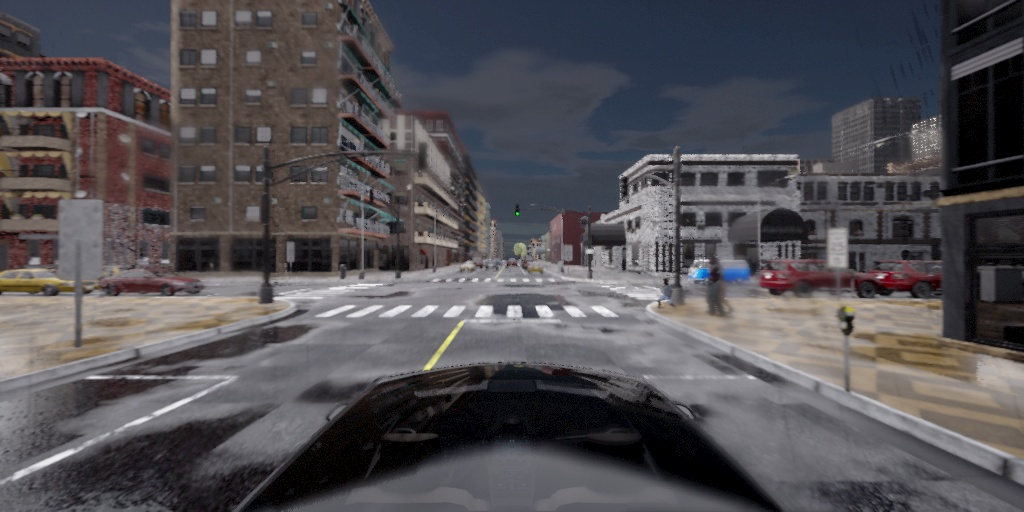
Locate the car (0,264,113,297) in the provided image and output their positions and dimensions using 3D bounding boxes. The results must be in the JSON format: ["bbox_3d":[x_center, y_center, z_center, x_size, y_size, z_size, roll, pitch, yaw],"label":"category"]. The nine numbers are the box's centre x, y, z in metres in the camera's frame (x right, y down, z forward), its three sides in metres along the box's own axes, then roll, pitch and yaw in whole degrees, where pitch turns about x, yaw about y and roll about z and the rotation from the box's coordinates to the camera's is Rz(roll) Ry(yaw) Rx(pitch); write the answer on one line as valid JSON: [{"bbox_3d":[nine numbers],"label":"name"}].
[{"bbox_3d":[-22.965,1.212,17.457,4.829,1.417,1.751,0,0,0],"label":"car"}]

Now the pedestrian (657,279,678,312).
[{"bbox_3d":[5.188,0.894,11.966,0.375,1.860,0.375,0,0,0],"label":"pedestrian"}]

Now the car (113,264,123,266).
[{"bbox_3d":[-28.992,1.244,25.820,4.829,1.417,1.751,0,0,0],"label":"car"}]

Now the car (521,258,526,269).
[{"bbox_3d":[2.671,1.380,52.537,1.802,1.307,4.207,0,0,0],"label":"car"}]

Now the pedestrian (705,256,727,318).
[{"bbox_3d":[6.069,0.897,10.767,0.375,1.860,0.375,0,0,0],"label":"pedestrian"}]

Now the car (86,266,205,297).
[{"bbox_3d":[-17.472,1.280,17.472,4.207,1.307,1.802,0,0,0],"label":"car"}]

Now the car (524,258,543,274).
[{"bbox_3d":[2.676,1.308,41.629,1.751,1.417,4.829,0,0,0],"label":"car"}]

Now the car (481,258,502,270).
[{"bbox_3d":[-3.060,1.291,54.359,2.128,1.511,4.902,0,0,1],"label":"car"}]

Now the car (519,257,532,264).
[{"bbox_3d":[2.669,1.121,58.077,2.192,1.841,5.009,0,0,0],"label":"car"}]

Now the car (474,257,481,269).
[{"bbox_3d":[-5.711,1.120,58.073,2.192,1.841,5.009,0,0,0],"label":"car"}]

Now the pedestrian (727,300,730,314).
[{"bbox_3d":[6.543,0.896,11.367,0.375,1.860,0.375,0,0,0],"label":"pedestrian"}]

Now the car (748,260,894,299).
[{"bbox_3d":[14.914,1.107,17.562,5.009,1.841,2.192,0,0,0],"label":"car"}]

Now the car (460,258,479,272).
[{"bbox_3d":[-5.707,1.315,46.824,1.751,1.417,4.829,0,0,0],"label":"car"}]

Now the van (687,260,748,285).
[{"bbox_3d":[14.888,1.174,25.942,3.998,1.789,1.690,0,0,0],"label":"van"}]

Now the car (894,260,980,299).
[{"bbox_3d":[20.438,1.125,17.578,5.009,1.841,2.192,0,0,0],"label":"car"}]
